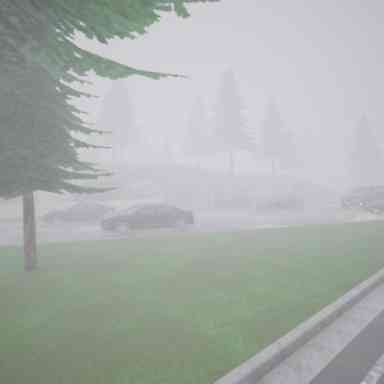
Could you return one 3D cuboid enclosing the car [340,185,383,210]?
[{"bbox_3d":[15.239,0.453,28.784,5.566,2.045,2.150,-2,1,-31],"label":"car"}]

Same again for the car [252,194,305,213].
[{"bbox_3d":[7.424,0.955,28.605,4.902,1.511,2.128,-2,1,-24],"label":"car"}]

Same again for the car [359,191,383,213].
[{"bbox_3d":[15.209,0.827,24.690,5.357,1.411,2.033,-2,1,-30],"label":"car"}]

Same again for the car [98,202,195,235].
[{"bbox_3d":[-2.313,1.347,18.018,5.008,1.535,1.882,-2,1,-17],"label":"car"}]

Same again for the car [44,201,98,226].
[{"bbox_3d":[-7.804,1.444,23.638,5.008,1.535,1.882,-2,1,-17],"label":"car"}]

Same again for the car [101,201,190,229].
[{"bbox_3d":[-3.033,1.399,21.404,5.357,1.411,2.033,-2,1,-16],"label":"car"}]
